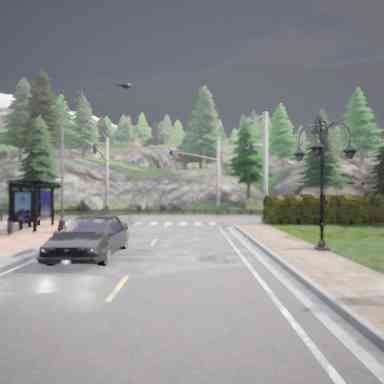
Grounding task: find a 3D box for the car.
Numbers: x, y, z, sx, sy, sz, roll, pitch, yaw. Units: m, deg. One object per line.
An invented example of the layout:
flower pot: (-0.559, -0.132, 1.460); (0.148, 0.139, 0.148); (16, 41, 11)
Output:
car: (-3.501, 1.577, 11.910); (2.033, 1.411, 5.357); (0, 0, 0)
